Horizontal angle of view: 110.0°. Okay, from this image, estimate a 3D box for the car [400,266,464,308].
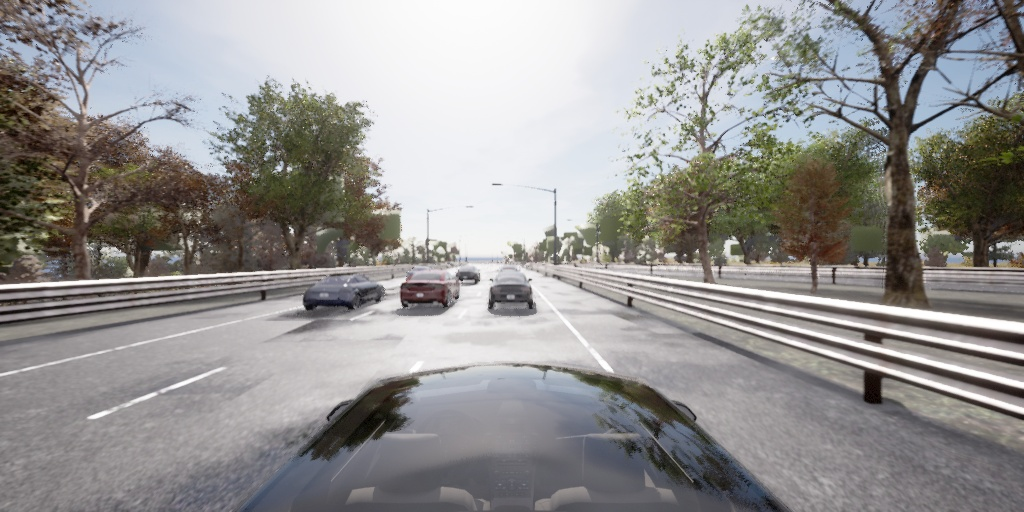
[{"bbox_3d":[-3.552,1.371,16.249,1.882,1.535,5.008,0,0,0],"label":"car"}]

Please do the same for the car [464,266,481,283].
[{"bbox_3d":[-3.778,1.571,30.965,1.812,1.442,4.674,0,0,-1],"label":"car"}]

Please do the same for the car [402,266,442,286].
[{"bbox_3d":[-7.259,1.578,29.516,2.033,1.411,5.357,0,-1,-1],"label":"car"}]

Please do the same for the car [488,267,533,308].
[{"bbox_3d":[-0.051,1.416,15.940,1.812,1.442,4.674,0,0,0],"label":"car"}]

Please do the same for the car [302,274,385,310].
[{"bbox_3d":[-7.047,1.450,15.448,1.994,1.385,4.181,0,0,0],"label":"car"}]
